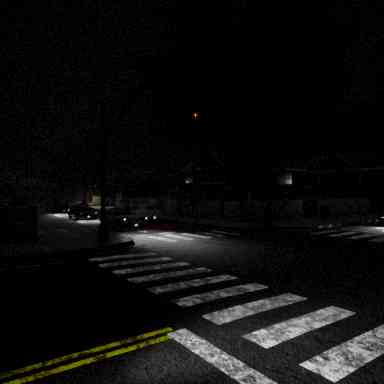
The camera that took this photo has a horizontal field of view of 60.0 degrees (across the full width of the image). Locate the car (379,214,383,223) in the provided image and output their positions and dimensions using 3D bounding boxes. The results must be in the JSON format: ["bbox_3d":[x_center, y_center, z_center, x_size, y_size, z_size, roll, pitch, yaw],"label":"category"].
[{"bbox_3d":[14.570,1.511,22.078,5.357,1.411,2.033,0,0,-36],"label":"car"}]

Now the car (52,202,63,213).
[{"bbox_3d":[-16.173,1.921,41.334,1.895,1.301,4.718,0,0,-28],"label":"car"}]

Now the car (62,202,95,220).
[{"bbox_3d":[-10.400,1.788,31.383,2.033,1.411,5.357,0,0,-31],"label":"car"}]

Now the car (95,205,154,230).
[{"bbox_3d":[-4.704,1.769,22.591,1.895,1.301,4.718,0,0,-34],"label":"car"}]

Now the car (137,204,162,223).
[{"bbox_3d":[-4.069,1.710,26.957,1.812,1.442,4.674,0,0,-33],"label":"car"}]
